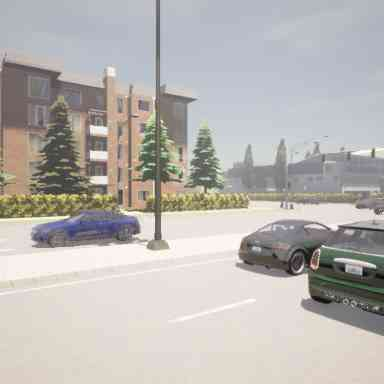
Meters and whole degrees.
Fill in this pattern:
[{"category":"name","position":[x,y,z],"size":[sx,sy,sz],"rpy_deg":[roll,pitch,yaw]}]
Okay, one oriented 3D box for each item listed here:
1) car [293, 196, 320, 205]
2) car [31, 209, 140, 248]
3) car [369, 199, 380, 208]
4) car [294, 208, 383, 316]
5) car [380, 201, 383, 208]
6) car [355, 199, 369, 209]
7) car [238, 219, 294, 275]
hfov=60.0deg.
[{"category":"car","position":[20.006,1.492,58.326],"size":[2.128,1.511,4.902],"rpy_deg":[0,0,-34]},{"category":"car","position":[-4.586,1.526,14.836],"size":[4.674,1.442,1.812],"rpy_deg":[0,0,-35]},{"category":"car","position":[19.655,1.505,32.590],"size":[4.892,1.490,1.837],"rpy_deg":[0,0,-38]},{"category":"car","position":[4.505,1.352,6.944],"size":[4.553,1.767,2.097],"rpy_deg":[0,0,-36]},{"category":"car","position":[11.496,1.352,16.264],"size":[4.553,1.767,2.097],"rpy_deg":[0,0,-36]},{"category":"car","position":[22.767,1.564,42.413],"size":[4.181,1.385,1.994],"rpy_deg":[0,0,-29]},{"category":"car","position":[3.445,1.564,10.479],"size":[4.181,1.385,1.994],"rpy_deg":[0,0,-36]}]
